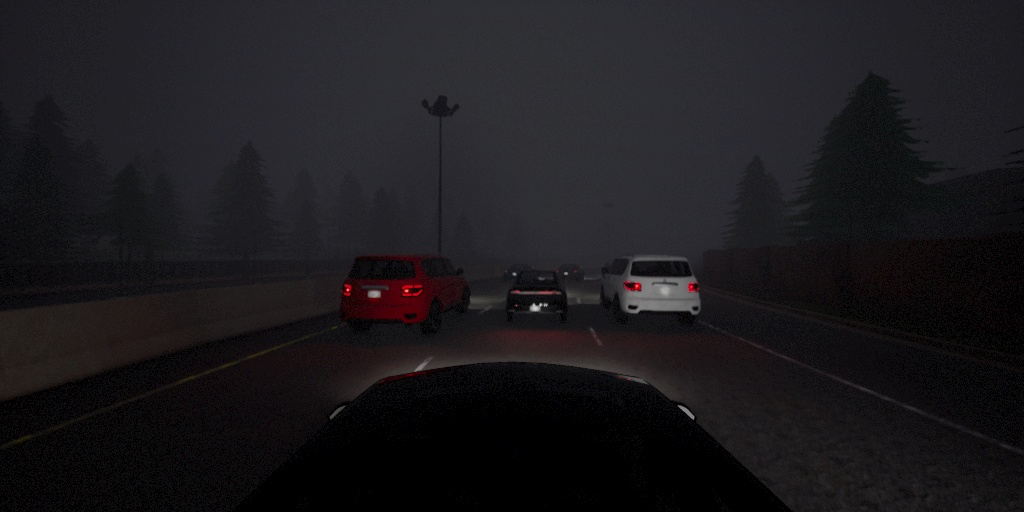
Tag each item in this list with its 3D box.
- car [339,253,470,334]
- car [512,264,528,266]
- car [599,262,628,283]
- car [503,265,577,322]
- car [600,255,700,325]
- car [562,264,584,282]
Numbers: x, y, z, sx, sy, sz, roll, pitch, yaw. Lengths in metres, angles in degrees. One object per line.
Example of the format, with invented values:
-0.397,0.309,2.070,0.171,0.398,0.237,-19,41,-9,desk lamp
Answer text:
-2.822,0.951,10.731,2.150,2.045,5.566,0,0,6,car
0.737,1.297,28.325,1.994,1.385,4.181,0,0,16,car
8.519,1.261,29.744,2.128,1.511,4.902,0,0,19,car
0.909,1.237,12.317,2.128,1.511,4.902,0,0,6,car
4.365,0.984,12.133,2.150,2.045,5.566,0,0,7,car
4.745,1.315,29.429,1.994,1.385,4.181,0,0,17,car
